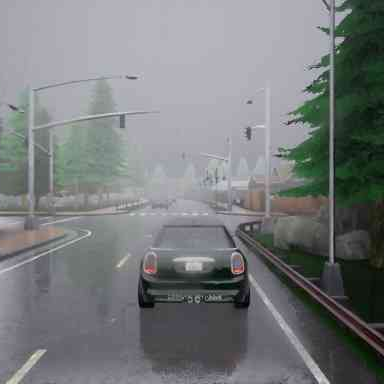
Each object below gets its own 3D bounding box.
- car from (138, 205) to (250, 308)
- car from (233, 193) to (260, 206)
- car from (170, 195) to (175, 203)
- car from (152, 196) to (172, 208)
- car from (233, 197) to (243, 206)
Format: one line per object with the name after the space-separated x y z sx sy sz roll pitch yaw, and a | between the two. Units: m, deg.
0.053 1.352 8.066 2.097 1.767 4.553 0 0 1 | car
8.374 1.146 51.312 3.866 1.878 1.905 0 0 -1 | car
-4.187 1.571 53.622 1.895 1.301 4.718 0 0 0 | car
-4.101 1.535 43.767 1.994 1.385 4.181 0 0 -1 | car
8.791 1.144 48.803 4.605 1.855 1.932 0 0 -1 | car
